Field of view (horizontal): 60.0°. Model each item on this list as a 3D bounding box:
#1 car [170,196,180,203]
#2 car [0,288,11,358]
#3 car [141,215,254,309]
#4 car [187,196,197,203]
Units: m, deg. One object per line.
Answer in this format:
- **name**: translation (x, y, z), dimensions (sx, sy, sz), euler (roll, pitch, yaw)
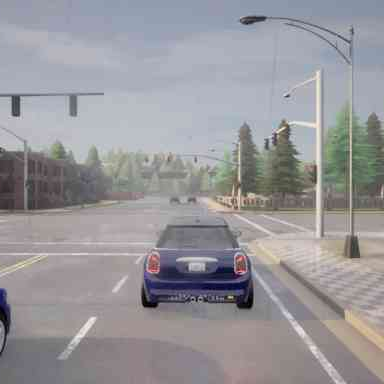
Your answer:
- **car**: translation (-3.503, 1.505, 68.348), dimensions (1.837, 1.490, 4.892), euler (0, 0, 0)
- **car**: translation (-3.442, 1.478, 2.604), dimensions (1.882, 1.535, 5.008), euler (0, 0, 0)
- **car**: translation (0.154, 1.352, 8.060), dimensions (2.097, 1.767, 4.553), euler (0, 0, 2)
- **car**: translation (-0.003, 1.505, 68.348), dimensions (1.837, 1.490, 4.892), euler (0, 0, 0)
